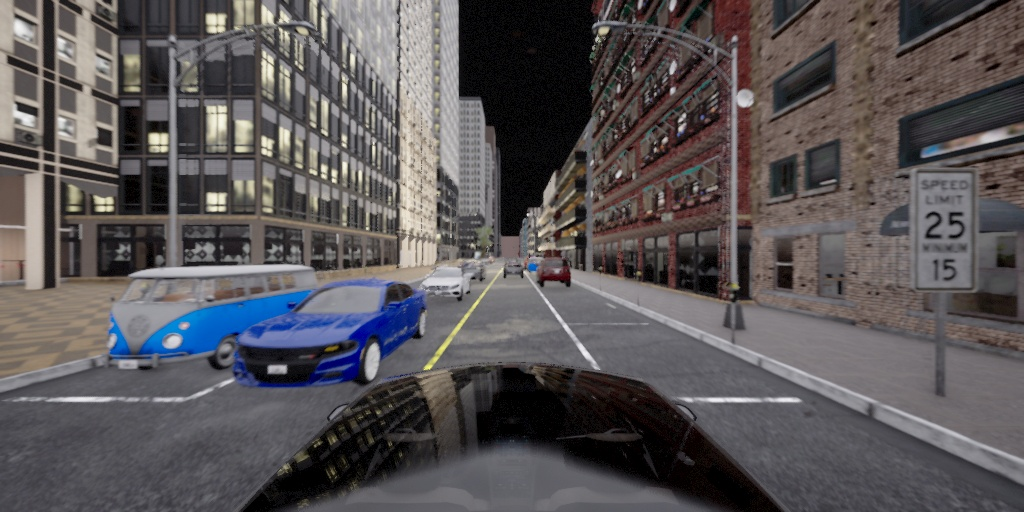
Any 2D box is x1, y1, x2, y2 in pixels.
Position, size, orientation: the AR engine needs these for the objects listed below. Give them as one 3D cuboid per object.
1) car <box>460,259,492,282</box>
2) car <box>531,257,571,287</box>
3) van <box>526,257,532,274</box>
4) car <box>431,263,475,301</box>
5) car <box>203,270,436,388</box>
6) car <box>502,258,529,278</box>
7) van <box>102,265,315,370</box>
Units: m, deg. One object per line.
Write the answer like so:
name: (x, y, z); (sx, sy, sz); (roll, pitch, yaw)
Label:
car: (-3.041, 1.199, 28.033); (2.128, 1.511, 4.902); (0, 0, 1)
car: (2.713, 1.032, 24.059); (2.192, 1.841, 5.009); (0, 0, 0)
van: (2.731, 1.034, 40.711); (1.690, 1.789, 3.998); (0, 0, 0)
car: (-3.067, 1.251, 17.357); (1.812, 1.442, 4.674); (0, 0, 0)
car: (-3.083, 1.219, 7.223); (1.882, 1.535, 5.008); (0, 0, 0)
car: (0.134, 1.194, 33.245); (2.128, 1.511, 4.902); (0, 0, 0)
van: (-5.686, 1.080, 7.414); (1.690, 1.789, 3.998); (0, 0, 0)
